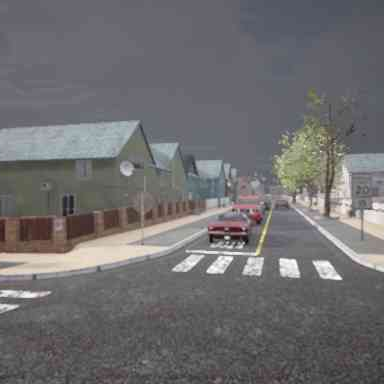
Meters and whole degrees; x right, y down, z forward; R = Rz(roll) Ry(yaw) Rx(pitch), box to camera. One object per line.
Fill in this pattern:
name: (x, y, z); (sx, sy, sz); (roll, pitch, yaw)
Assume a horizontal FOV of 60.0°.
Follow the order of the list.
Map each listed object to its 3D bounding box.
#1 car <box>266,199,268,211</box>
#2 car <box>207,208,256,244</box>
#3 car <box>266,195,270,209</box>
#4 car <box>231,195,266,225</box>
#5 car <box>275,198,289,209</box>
car: (6.859, 1.778, 35.715); (1.895, 1.301, 4.718); (0, 0, 15)
car: (2.017, 1.688, 16.608); (1.895, 1.301, 4.718); (0, 0, 13)
car: (9.550, 1.444, 45.994); (2.150, 2.045, 5.566); (0, 0, 18)
car: (4.391, 1.354, 26.066); (2.150, 2.045, 5.566); (0, 0, 14)
car: (13.788, 1.728, 50.964); (2.128, 1.511, 4.902); (0, 0, 14)
